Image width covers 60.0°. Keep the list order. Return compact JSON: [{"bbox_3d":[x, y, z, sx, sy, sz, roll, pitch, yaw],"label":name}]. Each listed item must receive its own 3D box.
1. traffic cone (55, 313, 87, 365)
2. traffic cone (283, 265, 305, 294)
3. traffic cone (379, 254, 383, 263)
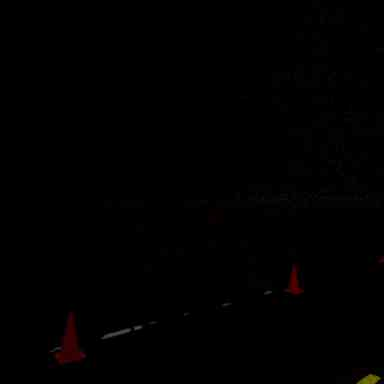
[{"bbox_3d":[-1.653,1.943,4.528,0.340,0.580,0.340,0,0,-36],"label":"traffic cone"},{"bbox_3d":[2.295,1.939,7.474,0.340,0.580,0.340,0,0,-38],"label":"traffic cone"},{"bbox_3d":[6.160,1.937,10.528,0.340,0.580,0.340,0,0,-39],"label":"traffic cone"}]
